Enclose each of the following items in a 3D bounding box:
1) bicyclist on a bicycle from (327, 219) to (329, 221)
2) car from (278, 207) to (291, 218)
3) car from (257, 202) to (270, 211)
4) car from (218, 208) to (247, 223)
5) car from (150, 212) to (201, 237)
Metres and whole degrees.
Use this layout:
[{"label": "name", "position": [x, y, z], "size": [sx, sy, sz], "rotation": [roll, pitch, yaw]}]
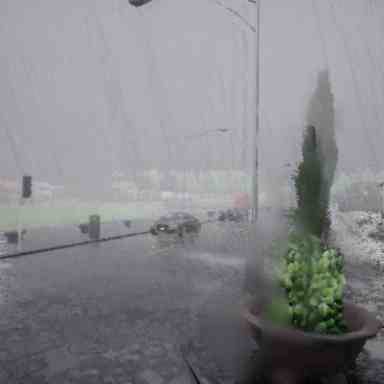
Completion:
[{"label": "bicyclist on a bicycle", "position": [6.875, 1.825, 17.877], "size": [1.656, 1.620, 0.582], "rotation": [0, -1, 22]}, {"label": "car", "position": [12.153, 2.608, 42.220], "size": [1.994, 1.385, 4.181], "rotation": [0, -1, 23]}, {"label": "car", "position": [10.150, 2.279, 48.053], "size": [1.837, 1.490, 4.892], "rotation": [1, -1, 22]}, {"label": "car", "position": [4.176, 2.340, 33.567], "size": [1.895, 1.301, 4.718], "rotation": [1, -1, 22]}, {"label": "car", "position": [-0.959, 1.968, 20.910], "size": [1.994, 1.385, 4.181], "rotation": [1, -1, 22]}]
